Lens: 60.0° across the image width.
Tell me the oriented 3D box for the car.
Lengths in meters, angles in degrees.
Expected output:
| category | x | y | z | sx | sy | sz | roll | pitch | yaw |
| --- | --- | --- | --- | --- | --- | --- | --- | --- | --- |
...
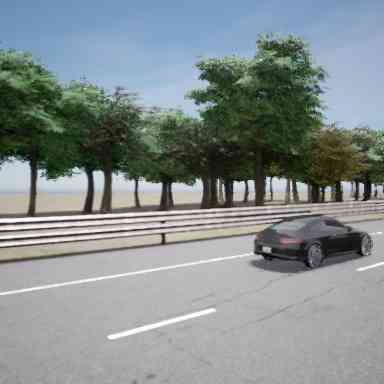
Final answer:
| category | x | y | z | sx | sy | sz | roll | pitch | yaw |
| --- | --- | --- | --- | --- | --- | --- | --- | --- | --- |
| car | 4.035 | 1.474 | 10.924 | 4.674 | 1.442 | 1.812 | -1 | 0 | -35 |
